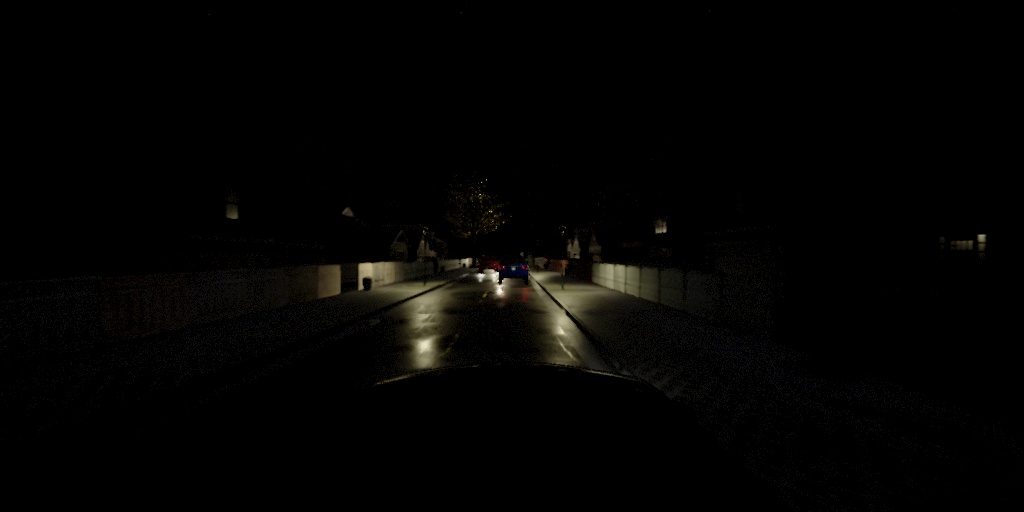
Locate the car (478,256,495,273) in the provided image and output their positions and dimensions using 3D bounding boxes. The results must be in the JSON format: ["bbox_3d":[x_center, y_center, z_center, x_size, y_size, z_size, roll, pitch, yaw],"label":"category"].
[{"bbox_3d":[-2.787,0.990,43.003,2.150,2.045,5.566,0,0,0],"label":"car"}]

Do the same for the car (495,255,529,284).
[{"bbox_3d":[0.103,0.978,27.308,2.150,2.045,5.566,0,0,0],"label":"car"}]
